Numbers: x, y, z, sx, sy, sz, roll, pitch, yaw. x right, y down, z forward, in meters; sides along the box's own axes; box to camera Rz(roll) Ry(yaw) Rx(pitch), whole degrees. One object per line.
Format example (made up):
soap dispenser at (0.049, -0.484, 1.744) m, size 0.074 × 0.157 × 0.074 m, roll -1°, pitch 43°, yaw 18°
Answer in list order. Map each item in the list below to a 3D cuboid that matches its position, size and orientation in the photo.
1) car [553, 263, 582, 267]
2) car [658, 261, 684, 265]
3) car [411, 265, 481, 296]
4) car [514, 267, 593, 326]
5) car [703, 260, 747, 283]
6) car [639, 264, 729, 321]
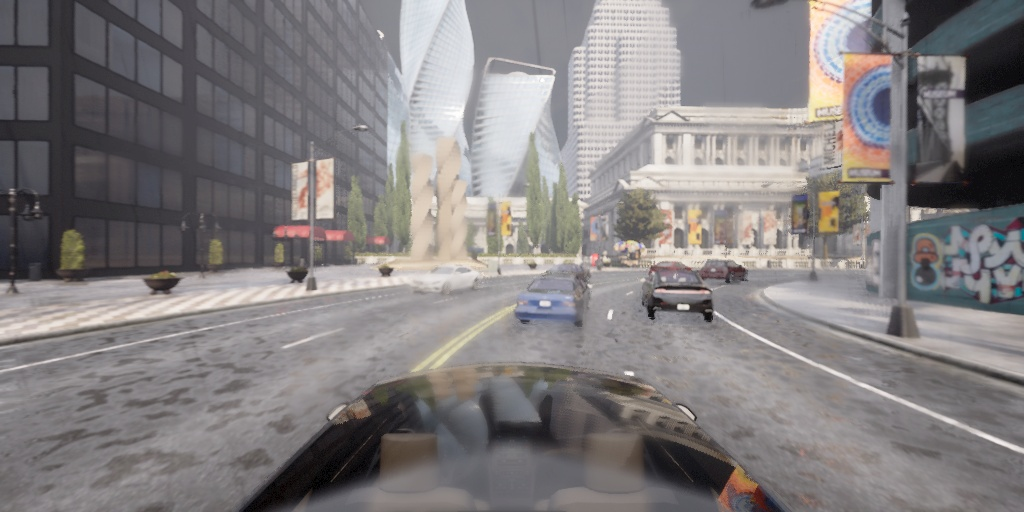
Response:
car at (3.757, 1.221, 24.789) m, size 2.033 × 1.411 × 5.357 m, roll 0°, pitch 0°, yaw 34°
car at (13.374, 1.177, 29.939) m, size 5.008 × 1.535 × 1.882 m, roll 0°, pitch 0°, yaw -42°
car at (-3.299, 1.189, 18.967) m, size 1.812 × 1.442 × 4.674 m, roll 0°, pitch 0°, yaw 24°
car at (1.530, 1.264, 11.643) m, size 2.033 × 1.411 × 5.357 m, roll 0°, pitch 0°, yaw 16°
car at (16.613, 1.075, 28.054) m, size 4.553 × 1.767 × 2.097 m, roll 0°, pitch 0°, yaw -40°
car at (5.569, 1.225, 12.451) m, size 2.128 × 1.511 × 4.902 m, roll 0°, pitch 0°, yaw 17°
